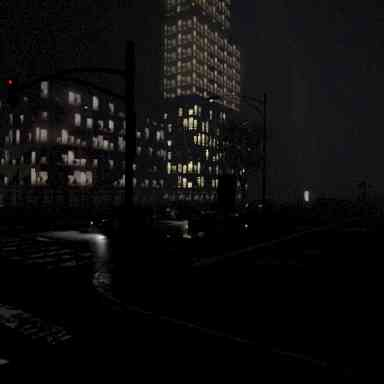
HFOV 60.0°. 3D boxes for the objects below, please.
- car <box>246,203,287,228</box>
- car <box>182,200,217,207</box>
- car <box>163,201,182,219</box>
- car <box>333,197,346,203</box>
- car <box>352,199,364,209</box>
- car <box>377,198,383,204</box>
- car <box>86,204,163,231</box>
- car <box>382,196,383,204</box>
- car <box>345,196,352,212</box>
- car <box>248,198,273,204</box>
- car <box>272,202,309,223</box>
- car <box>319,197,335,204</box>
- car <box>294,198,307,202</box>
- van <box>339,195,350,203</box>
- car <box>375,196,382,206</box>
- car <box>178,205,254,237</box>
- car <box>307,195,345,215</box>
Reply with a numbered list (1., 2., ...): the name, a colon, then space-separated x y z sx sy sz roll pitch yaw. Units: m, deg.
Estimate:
1. car: 4.775 1.736 23.465 1.947 1.339 4.313 1 0 36
2. car: 1.659 1.568 29.198 1.882 1.535 5.008 1 0 36
3. car: -1.541 1.480 29.450 1.967 1.590 4.097 1 0 36
4. car: 34.748 1.861 78.344 1.752 1.417 4.829 1 0 36
5. car: 25.096 1.773 51.180 1.967 1.590 4.097 1 0 36
6. car: 44.888 2.046 77.967 2.008 1.369 4.403 1 0 36
7. car: -4.337 1.548 21.088 1.837 1.490 4.892 1 0 36
8. car: 41.592 1.783 73.502 2.192 1.841 5.009 1 0 36
9. car: 18.540 1.720 42.223 1.967 1.590 4.097 1 0 36
10. car: 7.744 1.491 37.413 2.097 1.767 4.553 1 0 37
11. car: 8.031 1.778 27.873 1.802 1.307 4.206 1 0 36
12. car: 28.251 1.848 69.552 1.947 1.339 4.313 1 0 36
13. car: 18.253 1.726 56.023 1.752 1.417 4.829 1 0 36
14. van: 38.150 1.705 82.945 1.690 1.788 3.998 1 0 36
15. car: 35.093 1.940 64.710 1.752 1.417 4.829 1 0 36
16. car: 1.517 1.695 19.056 2.008 1.369 4.403 1 0 36
17. car: 15.269 1.569 37.738 2.192 1.841 5.009 1 0 36
